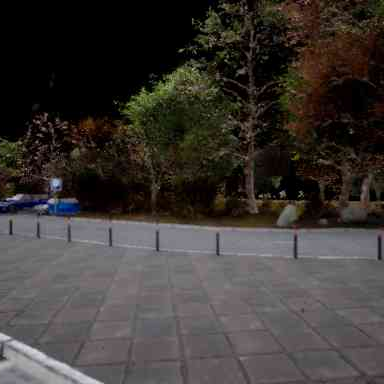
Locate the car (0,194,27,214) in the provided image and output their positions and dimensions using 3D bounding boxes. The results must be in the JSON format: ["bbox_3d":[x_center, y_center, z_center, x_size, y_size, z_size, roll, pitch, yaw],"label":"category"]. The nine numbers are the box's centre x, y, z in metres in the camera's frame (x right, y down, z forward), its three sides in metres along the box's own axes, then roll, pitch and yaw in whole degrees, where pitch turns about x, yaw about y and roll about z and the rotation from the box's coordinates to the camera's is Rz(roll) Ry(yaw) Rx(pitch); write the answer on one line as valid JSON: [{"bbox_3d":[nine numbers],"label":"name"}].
[{"bbox_3d":[-17.471,1.183,34.981,2.435,2.045,5.566,0,0,34],"label":"car"}]

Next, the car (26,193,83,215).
[{"bbox_3d":[-12.725,1.295,31.682,2.185,1.767,4.553,1,0,34],"label":"car"}]
